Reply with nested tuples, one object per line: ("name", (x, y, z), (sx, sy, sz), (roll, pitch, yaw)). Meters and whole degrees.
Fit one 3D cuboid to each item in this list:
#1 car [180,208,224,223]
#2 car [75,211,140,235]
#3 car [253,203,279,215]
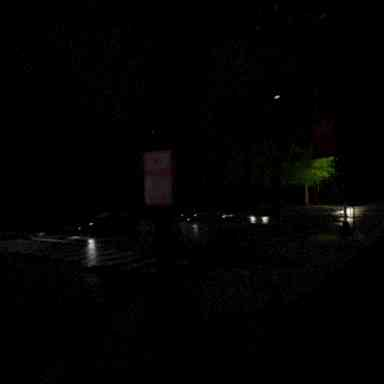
("car", (0.990, 2.156, 31.194), (1.895, 1.301, 4.718), (-2, -2, 37))
("car", (-5.552, 1.991, 22.338), (1.812, 1.442, 4.674), (-2, -2, 36))
("car", (9.502, 2.152, 42.735), (1.882, 1.535, 5.008), (-2, -1, 36))
